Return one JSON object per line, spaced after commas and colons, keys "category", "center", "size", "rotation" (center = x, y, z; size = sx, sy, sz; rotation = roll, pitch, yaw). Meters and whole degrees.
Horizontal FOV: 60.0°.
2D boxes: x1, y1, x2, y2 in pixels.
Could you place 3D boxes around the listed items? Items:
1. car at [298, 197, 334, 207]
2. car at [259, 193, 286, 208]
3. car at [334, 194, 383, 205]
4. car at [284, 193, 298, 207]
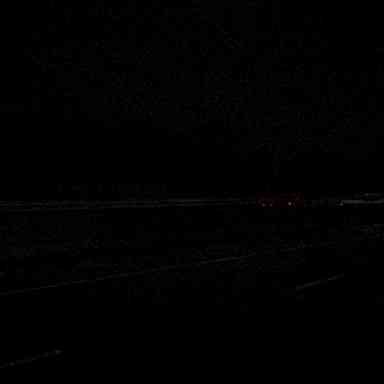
{"category": "car", "center": [13.704, 1.505, 35.189], "size": [4.674, 1.442, 1.812], "rotation": [0, 0, -35]}
{"category": "car", "center": [10.947, 1.198, 41.782], "size": [5.566, 2.045, 2.150], "rotation": [0, 0, -35]}
{"category": "car", "center": [17.040, 1.199, 33.250], "size": [5.566, 2.045, 2.150], "rotation": [0, 0, -35]}
{"category": "car", "center": [13.461, 1.336, 39.289], "size": [4.553, 1.767, 2.097], "rotation": [0, 0, -36]}
